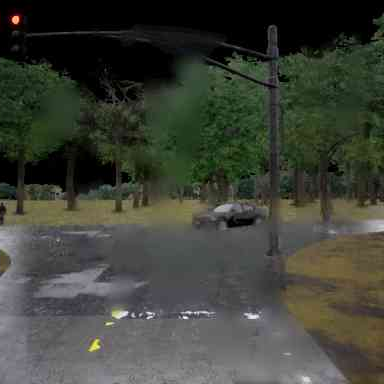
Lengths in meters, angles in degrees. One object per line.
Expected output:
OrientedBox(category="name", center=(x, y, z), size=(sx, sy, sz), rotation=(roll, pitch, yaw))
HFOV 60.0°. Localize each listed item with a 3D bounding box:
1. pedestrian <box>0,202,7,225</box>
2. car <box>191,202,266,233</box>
OrientedBox(category="pedestrian", center=(-15.239, 1.717, 26.772), size=(0.375, 1.860, 0.375), rotation=(0, -1, 0))
OrientedBox(category="car", center=(2.119, 1.343, 18.809), size=(5.008, 1.535, 1.882), rotation=(0, -3, -42))
